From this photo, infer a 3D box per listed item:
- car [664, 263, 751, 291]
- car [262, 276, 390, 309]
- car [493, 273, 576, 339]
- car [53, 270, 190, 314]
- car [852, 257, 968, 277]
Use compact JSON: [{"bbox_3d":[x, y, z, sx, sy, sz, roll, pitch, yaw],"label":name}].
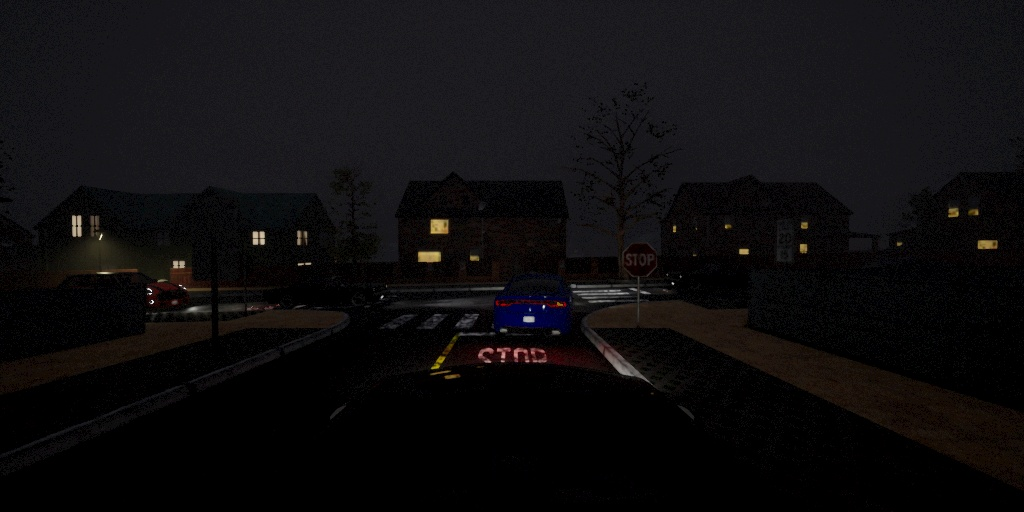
[{"bbox_3d":[10.417,1.034,18.370,4.718,1.301,1.895,-1,1,-1],"label":"car"},{"bbox_3d":[-7.806,1.506,15.450,4.718,1.301,1.895,-1,1,0],"label":"car"},{"bbox_3d":[0.790,1.226,10.239,1.882,1.535,5.008,0,0,10],"label":"car"},{"bbox_3d":[-16.793,1.471,15.445,4.553,1.767,2.097,-1,1,0],"label":"car"},{"bbox_3d":[20.063,0.753,18.403,5.357,1.411,2.033,-1,1,0],"label":"car"}]
